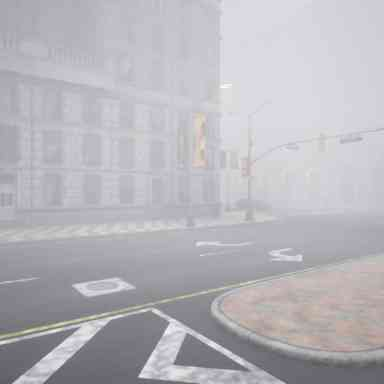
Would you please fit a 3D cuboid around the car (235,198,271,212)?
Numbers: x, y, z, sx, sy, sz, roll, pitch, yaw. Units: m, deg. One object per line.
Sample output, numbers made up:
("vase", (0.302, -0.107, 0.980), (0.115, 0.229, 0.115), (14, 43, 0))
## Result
("car", (7.284, 1.504, 39.887), (1.837, 1.490, 4.892), (0, 0, -36))
